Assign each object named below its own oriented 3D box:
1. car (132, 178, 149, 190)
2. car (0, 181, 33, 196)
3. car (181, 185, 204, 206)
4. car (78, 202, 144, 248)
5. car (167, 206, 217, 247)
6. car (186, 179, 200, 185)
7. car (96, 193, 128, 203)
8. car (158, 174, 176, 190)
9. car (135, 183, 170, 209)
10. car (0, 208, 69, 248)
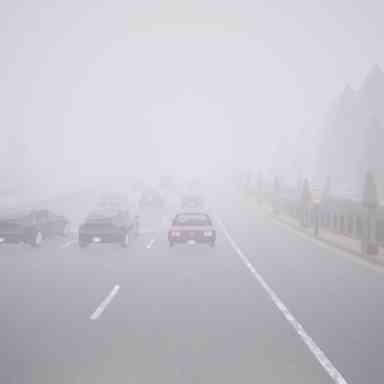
[{"bbox_3d":[-6.867,-1.125,44.759,1.837,1.490,4.892,0,7,0],"label":"car"},{"bbox_3d":[-20.895,-0.467,39.724,1.882,1.535,5.008,0,7,0],"label":"car"},{"bbox_3d":[0.052,0.566,29.541,1.882,1.535,5.008,0,5,0],"label":"car"},{"bbox_3d":[-3.501,1.445,14.633,1.837,1.490,4.892,0,1,0],"label":"car"},{"bbox_3d":[-0.001,1.540,14.665,1.895,1.301,4.718,0,1,0],"label":"car"},{"bbox_3d":[0.133,-1.089,44.724,2.033,1.411,5.357,0,7,0],"label":"car"},{"bbox_3d":[-6.948,0.705,29.620,1.895,1.301,4.718,0,5,0],"label":"car"},{"bbox_3d":[-3.367,-1.391,44.745,2.150,2.045,5.566,0,7,0],"label":"car"},{"bbox_3d":[-3.449,0.455,29.521,2.097,1.767,4.553,0,5,0],"label":"car"},{"bbox_3d":[-7.001,1.450,14.633,1.837,1.490,4.892,0,1,0],"label":"car"}]
